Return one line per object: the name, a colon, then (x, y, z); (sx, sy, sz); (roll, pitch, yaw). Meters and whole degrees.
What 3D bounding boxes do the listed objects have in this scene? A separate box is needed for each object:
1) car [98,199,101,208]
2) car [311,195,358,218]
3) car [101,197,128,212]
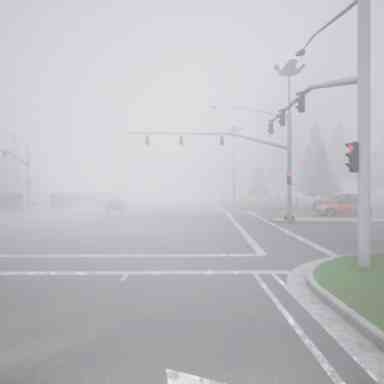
car: (-12.425, 1.524, 48.475); (1.812, 1.442, 4.674); (0, 0, 0)
car: (13.279, 1.351, 29.602); (4.553, 1.767, 2.097); (0, 0, -1)
car: (-8.808, 1.546, 39.161); (2.033, 1.411, 5.357); (0, 0, -2)
